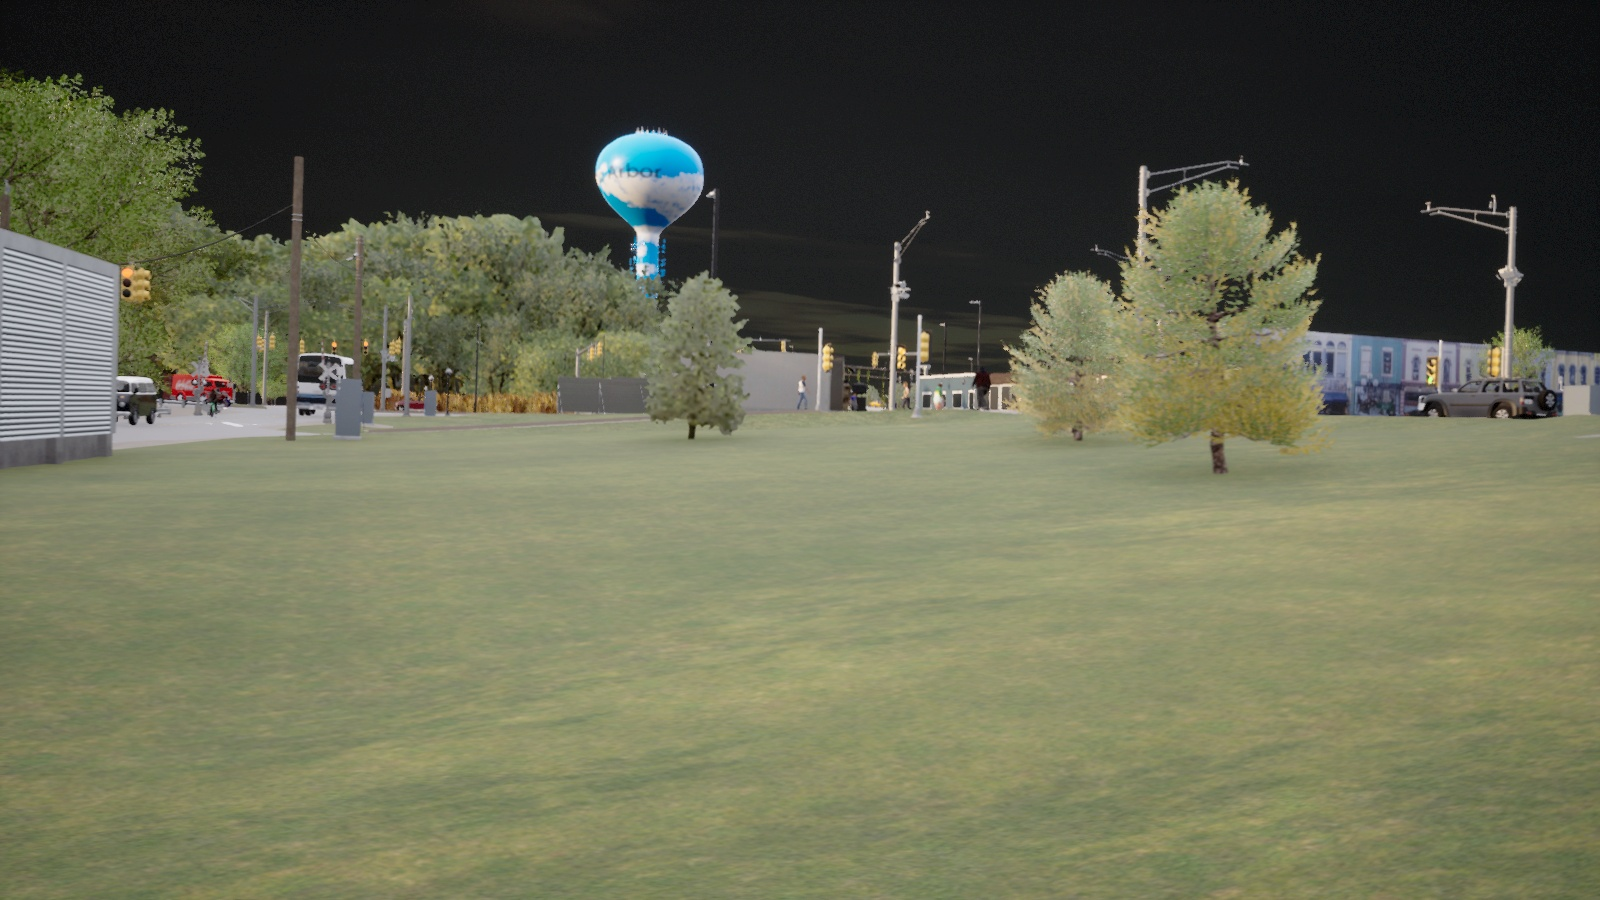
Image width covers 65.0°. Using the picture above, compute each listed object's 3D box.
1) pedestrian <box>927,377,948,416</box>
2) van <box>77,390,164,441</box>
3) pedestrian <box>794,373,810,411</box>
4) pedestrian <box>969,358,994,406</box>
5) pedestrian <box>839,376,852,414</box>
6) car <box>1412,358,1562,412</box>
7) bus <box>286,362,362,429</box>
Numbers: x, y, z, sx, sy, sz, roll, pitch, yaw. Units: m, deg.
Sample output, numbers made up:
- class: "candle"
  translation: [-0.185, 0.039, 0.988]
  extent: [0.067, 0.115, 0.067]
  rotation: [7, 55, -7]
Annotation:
- class: "pedestrian"
  translation: [7.053, -2.736, 64.379]
  extent: [0.873, 1.952, 0.659]
  rotation: [1, 0, -15]
- class: "van"
  translation: [-28.790, -1.488, 53.375]
  extent: [2.069, 2.038, 4.480]
  rotation: [0, 2, -12]
- class: "pedestrian"
  translation: [0.100, -2.841, 62.006]
  extent: [0.706, 1.836, 0.354]
  rotation: [1, 0, -16]
- class: "pedestrian"
  translation: [7.223, -2.678, 49.909]
  extent: [0.634, 1.844, 0.899]
  rotation: [0, 0, -19]
- class: "pedestrian"
  translation: [2.374, -2.874, 65.699]
  extent: [0.396, 1.930, 0.692]
  rotation: [0, 0, -28]
- class: "car"
  translation: [25.310, -2.351, 46.449]
  extent: [1.932, 1.855, 4.605]
  rotation: [0, 1, -24]
- class: "bus"
  translation: [-33.201, -3.815, 88.037]
  extent: [3.944, 4.253, 10.273]
  rotation: [1, 2, -15]
